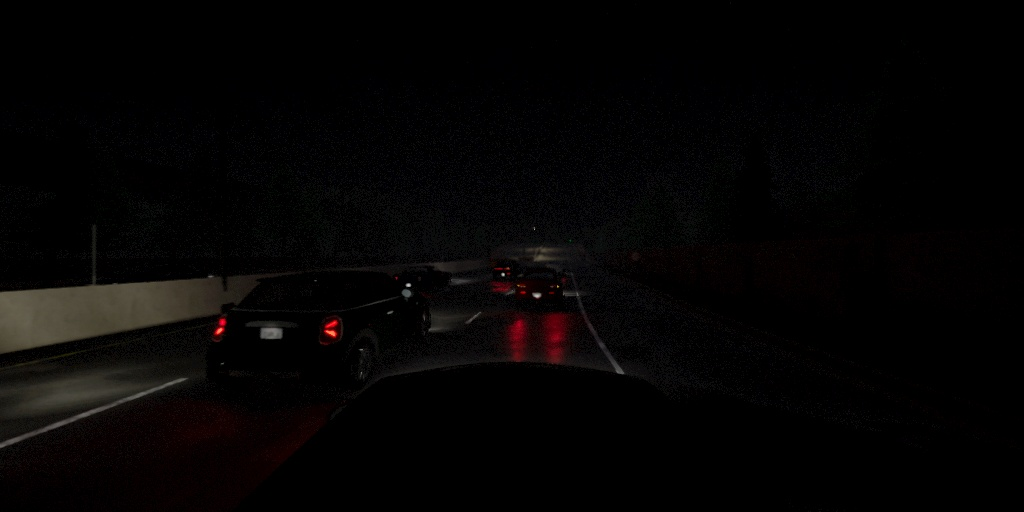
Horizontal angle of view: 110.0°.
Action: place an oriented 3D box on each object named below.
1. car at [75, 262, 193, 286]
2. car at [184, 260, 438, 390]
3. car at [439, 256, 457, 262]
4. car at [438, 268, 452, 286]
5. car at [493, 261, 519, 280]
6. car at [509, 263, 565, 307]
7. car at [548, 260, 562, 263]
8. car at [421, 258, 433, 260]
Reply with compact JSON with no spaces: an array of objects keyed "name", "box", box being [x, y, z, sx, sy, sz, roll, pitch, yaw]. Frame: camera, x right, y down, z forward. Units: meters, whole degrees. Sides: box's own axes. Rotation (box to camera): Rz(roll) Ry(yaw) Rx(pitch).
[{"name":"car","box":[-16.452,1.064,16.368,1.837,1.490,4.892,0,0,8]},{"name":"car","box":[-3.120,1.052,6.939,2.097,1.767,4.553,0,0,3]},{"name":"car","box":[-10.187,0.735,57.530,1.994,1.385,4.181,0,0,9]},{"name":"car","box":[-5.032,1.213,20.806,1.895,1.301,4.718,0,0,9]},{"name":"car","box":[-0.282,1.105,28.731,1.837,1.490,4.892,0,0,9]},{"name":"car","box":[1.220,1.211,15.045,1.812,1.442,4.674,0,0,8]},{"name":"car","box":[4.049,1.127,34.022,1.812,1.442,4.674,0,0,9]},{"name":"car","box":[-13.800,0.956,57.103,1.895,1.301,4.718,0,0,9]}]
